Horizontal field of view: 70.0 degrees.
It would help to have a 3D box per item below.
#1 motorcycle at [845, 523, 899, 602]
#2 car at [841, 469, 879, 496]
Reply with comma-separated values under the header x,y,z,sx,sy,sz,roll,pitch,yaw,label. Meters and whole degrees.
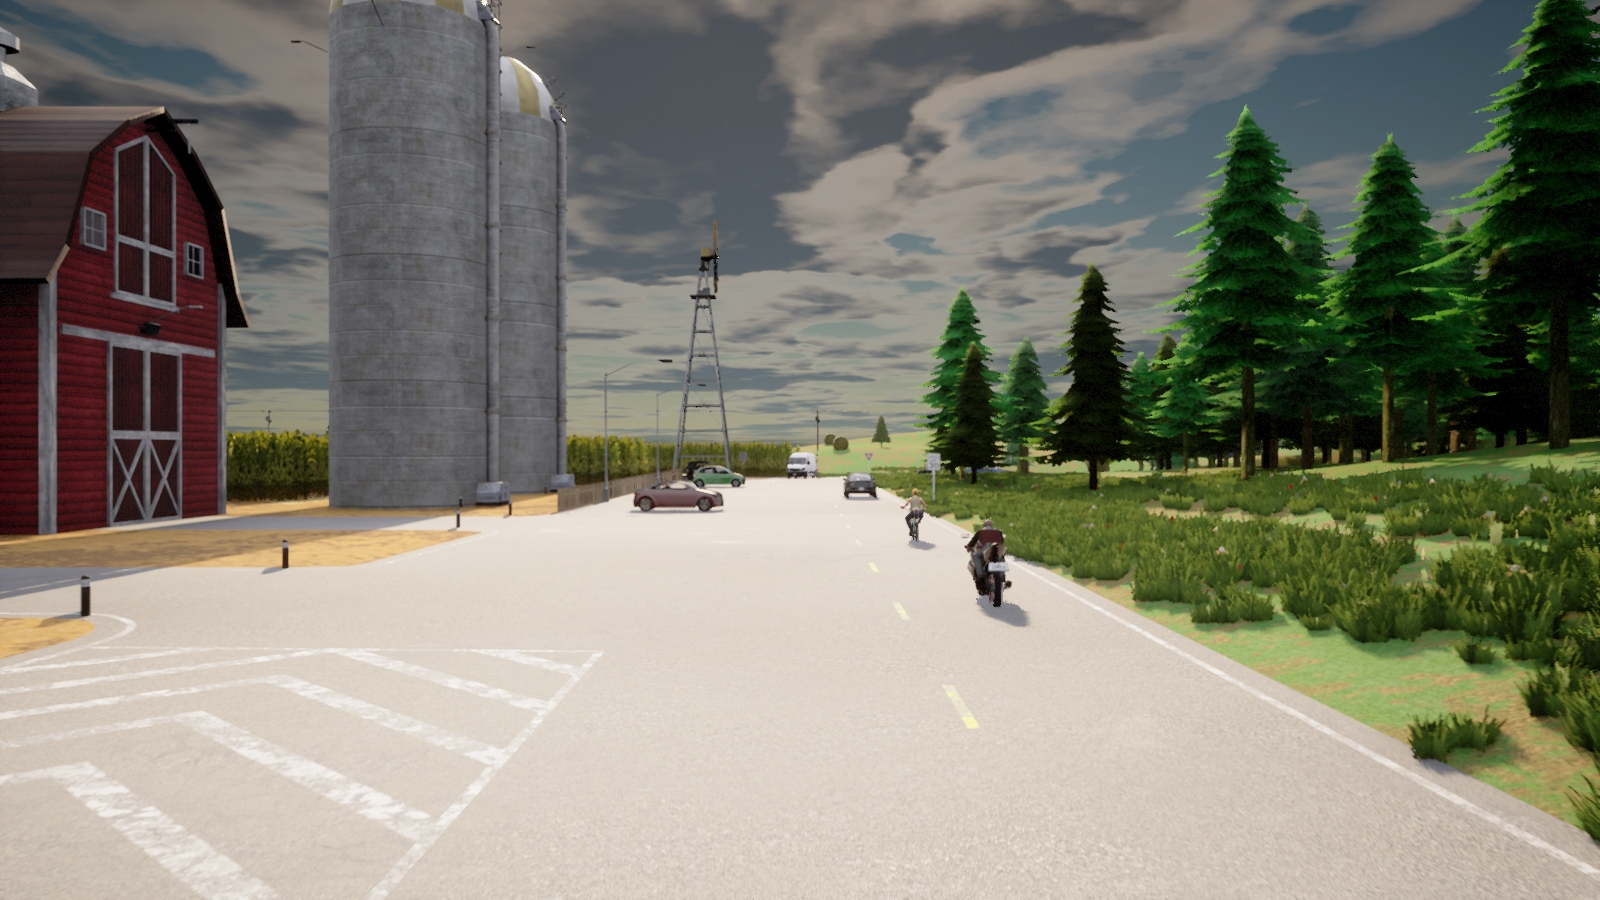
x,y,z,sx,sy,sz,roll,pitch,yaw,label
1.306,2.054,21.217,0.867,1.251,2.209,0,0,0,motorcycle
3.509,1.909,67.496,2.002,1.442,4.674,0,0,0,car
